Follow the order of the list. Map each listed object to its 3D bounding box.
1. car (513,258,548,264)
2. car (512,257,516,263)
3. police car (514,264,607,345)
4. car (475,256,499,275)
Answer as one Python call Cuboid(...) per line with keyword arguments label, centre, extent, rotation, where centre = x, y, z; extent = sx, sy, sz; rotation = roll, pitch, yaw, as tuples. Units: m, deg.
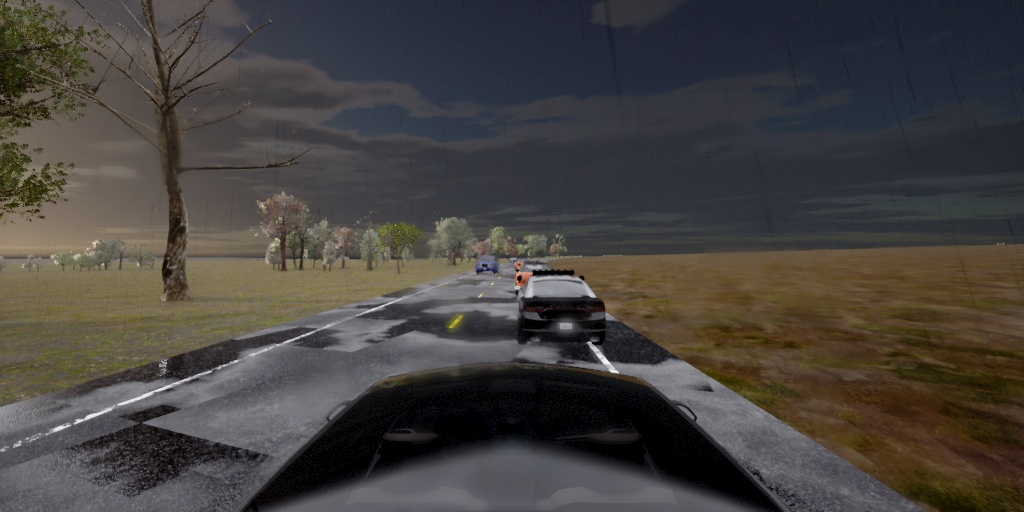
Cuboid(label="car", centre=(1.246, 1.100, 19.451), extent=(2.097, 1.767, 4.553), rotation=(0, 0, 1))
Cuboid(label="car", centre=(1.535, 1.087, 50.766), extent=(2.097, 1.767, 4.553), rotation=(0, 0, 4))
Cuboid(label="police car", centre=(1.089, 1.175, 9.626), extent=(1.930, 1.638, 5.238), rotation=(0, 0, 1))
Cuboid(label="car", centre=(-2.690, 0.964, 39.980), extent=(2.150, 2.045, 5.566), rotation=(0, 0, 3))
